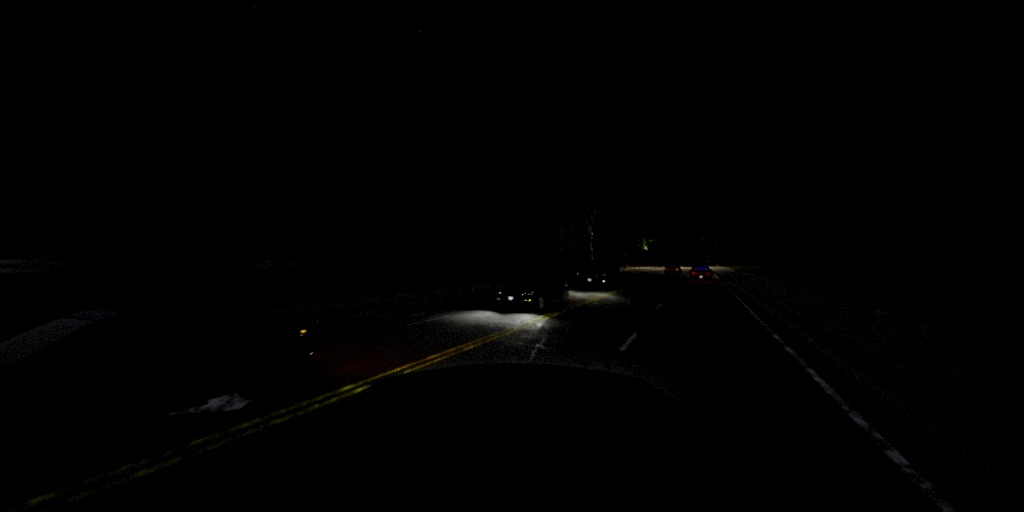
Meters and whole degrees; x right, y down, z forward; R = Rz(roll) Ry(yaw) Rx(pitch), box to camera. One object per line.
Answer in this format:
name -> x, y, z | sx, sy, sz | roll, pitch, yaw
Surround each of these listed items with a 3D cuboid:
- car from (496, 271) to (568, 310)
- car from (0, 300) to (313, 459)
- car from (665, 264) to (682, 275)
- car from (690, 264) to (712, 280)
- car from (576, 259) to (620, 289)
car -> 1.059, 1.442, 16.086 | 1.837, 1.490, 4.892 | -1, -1, 28
car -> -4.943, 1.343, 4.446 | 1.812, 1.442, 4.674 | -1, -1, 26
car -> 21.347, 1.778, 47.527 | 2.033, 1.411, 5.357 | -1, -1, 28
car -> 18.709, 1.686, 35.488 | 1.895, 1.301, 4.718 | -1, -1, 28
car -> 6.427, 1.261, 26.368 | 2.150, 2.045, 5.566 | -1, -1, 27
